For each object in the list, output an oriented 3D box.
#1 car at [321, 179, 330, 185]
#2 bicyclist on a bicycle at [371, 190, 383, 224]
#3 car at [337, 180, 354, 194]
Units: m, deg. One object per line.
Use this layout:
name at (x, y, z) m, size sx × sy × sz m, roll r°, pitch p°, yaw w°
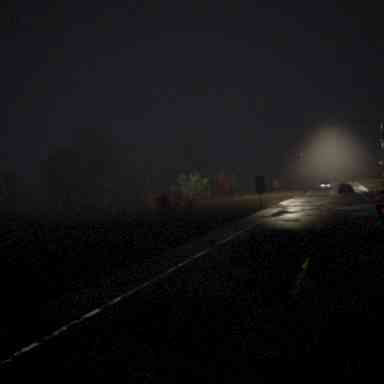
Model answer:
car at (31.468, -2.433, 78.435) m, size 1.994 × 1.385 × 4.181 m, roll -4°, pitch 2°, yaw 24°
bicyclist on a bicycle at (8.480, 0.689, 14.789) m, size 0.866 × 1.612 × 1.509 m, roll -4°, pitch 1°, yaw 24°
car at (21.497, -0.488, 46.592) m, size 1.994 × 1.385 × 4.181 m, roll -4°, pitch 1°, yaw 24°
